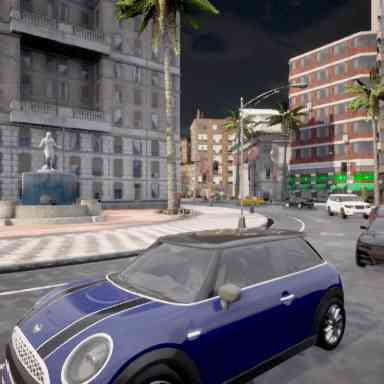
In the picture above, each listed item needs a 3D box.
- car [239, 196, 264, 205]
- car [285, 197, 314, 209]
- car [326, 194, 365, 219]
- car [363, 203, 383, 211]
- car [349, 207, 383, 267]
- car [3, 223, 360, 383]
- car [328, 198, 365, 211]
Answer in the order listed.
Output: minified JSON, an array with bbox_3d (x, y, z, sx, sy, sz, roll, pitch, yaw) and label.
[{"bbox_3d":[10.145,1.478,57.149,1.882,1.535,5.008,0,0,-35],"label":"car"},{"bbox_3d":[15.039,1.505,46.701,1.837,1.490,4.892,0,0,-17],"label":"car"},{"bbox_3d":[13.910,1.221,29.884,2.150,2.045,5.566,0,0,4],"label":"car"},{"bbox_3d":[11.654,1.526,19.644,1.812,1.442,4.674,0,0,19],"label":"car"},{"bbox_3d":[6.746,1.478,10.851,1.882,1.535,5.008,0,0,37],"label":"car"},{"bbox_3d":[0.109,1.352,4.473,4.553,1.767,2.097,0,0,-39],"label":"car"},{"bbox_3d":[19.753,1.526,42.738,1.812,1.442,4.674,0,0,-12],"label":"car"}]
